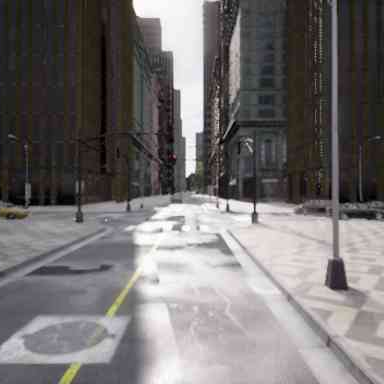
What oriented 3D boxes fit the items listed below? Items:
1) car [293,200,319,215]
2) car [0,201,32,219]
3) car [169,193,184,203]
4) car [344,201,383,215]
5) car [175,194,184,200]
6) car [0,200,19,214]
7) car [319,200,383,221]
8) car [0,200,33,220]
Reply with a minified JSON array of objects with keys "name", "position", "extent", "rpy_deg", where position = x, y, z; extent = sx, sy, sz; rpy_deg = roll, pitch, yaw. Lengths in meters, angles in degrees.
[{"name":"car","position":[12.345,1.488,33.571],"extent":[4.097,1.590,1.967],"rpy_deg":[0,-1,0]},{"name":"car","position":[-16.553,1.447,27.720],"extent":[5.357,1.411,2.033],"rpy_deg":[0,-1,0]},{"name":"car","position":[-2.991,1.229,63.661],"extent":[2.097,1.767,4.553],"rpy_deg":[0,0,0]},{"name":"car","position":[18.015,1.619,33.587],"extent":[4.403,1.369,2.008],"rpy_deg":[0,-1,0]},{"name":"car","position":[-2.970,1.156,79.661],"extent":[2.128,1.511,4.902],"rpy_deg":[0,0,0]},{"name":"car","position":[-20.147,1.508,33.474],"extent":[4.403,1.369,2.008],"rpy_deg":[0,-1,0]},{"name":"car","position":[12.340,1.487,25.046],"extent":[4.403,1.369,2.008],"rpy_deg":[0,-1,0]},{"name":"car","position":[-14.580,1.384,24.967],"extent":[4.829,1.417,1.752],"rpy_deg":[0,-1,0]}]
